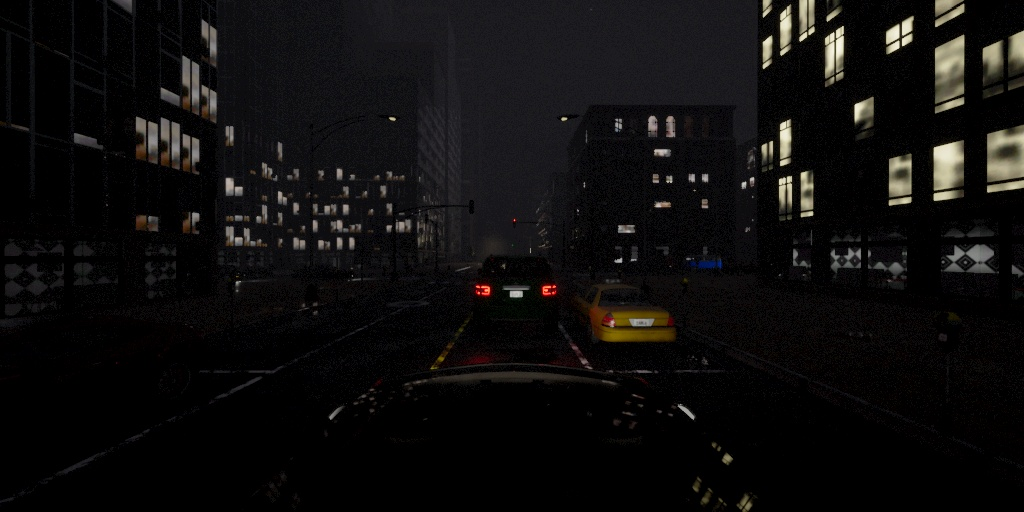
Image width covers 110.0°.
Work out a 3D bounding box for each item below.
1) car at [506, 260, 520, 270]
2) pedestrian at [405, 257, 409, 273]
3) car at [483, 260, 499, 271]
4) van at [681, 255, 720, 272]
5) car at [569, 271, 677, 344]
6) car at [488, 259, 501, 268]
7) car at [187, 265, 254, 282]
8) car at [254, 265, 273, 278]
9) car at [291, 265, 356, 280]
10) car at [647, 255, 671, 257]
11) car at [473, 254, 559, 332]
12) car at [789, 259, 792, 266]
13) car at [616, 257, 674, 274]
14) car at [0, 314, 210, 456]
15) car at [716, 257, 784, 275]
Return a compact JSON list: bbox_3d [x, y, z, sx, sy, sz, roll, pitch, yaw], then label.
[{"bbox_3d":[0.068,1.316,52.780,1.994,1.385,4.181,0,0,0],"label":"car"},{"bbox_3d":[-12.392,1.020,42.205,0.375,1.860,0.375,0,1,-1],"label":"pedestrian"},{"bbox_3d":[-2.886,1.299,50.584,2.033,1.411,5.357,0,0,-1],"label":"car"},{"bbox_3d":[20.940,0.799,39.669,3.998,1.789,1.690,0,0,-1],"label":"van"},{"bbox_3d":[2.558,1.275,9.384,1.751,1.417,4.829,0,0,0],"label":"car"},{"bbox_3d":[-2.888,1.300,60.721,2.033,1.411,5.357,0,0,0],"label":"car"},{"bbox_3d":[-27.537,1.603,33.634,4.892,1.490,1.837,-1,0,-1],"label":"car"},{"bbox_3d":[-28.441,1.648,39.004,4.403,1.370,2.007,0,0,-1],"label":"car"},{"bbox_3d":[-17.723,1.515,33.769,5.357,1.411,2.033,-1,0,-1],"label":"car"},{"bbox_3d":[15.284,0.844,39.603,5.009,1.841,2.192,0,0,-1],"label":"car"},{"bbox_3d":[0.089,0.971,10.937,2.150,2.045,5.566,0,0,0],"label":"car"},{"bbox_3d":[29.672,0.957,37.300,4.718,1.301,1.895,-1,0,-1],"label":"car"},{"bbox_3d":[13.672,1.102,37.114,5.357,1.411,2.033,-1,0,-1],"label":"car"},{"bbox_3d":[-5.317,1.332,3.647,1.802,1.307,4.207,0,0,0],"label":"car"},{"bbox_3d":[21.056,1.019,31.789,4.507,1.381,1.888,0,0,-1],"label":"car"}]
